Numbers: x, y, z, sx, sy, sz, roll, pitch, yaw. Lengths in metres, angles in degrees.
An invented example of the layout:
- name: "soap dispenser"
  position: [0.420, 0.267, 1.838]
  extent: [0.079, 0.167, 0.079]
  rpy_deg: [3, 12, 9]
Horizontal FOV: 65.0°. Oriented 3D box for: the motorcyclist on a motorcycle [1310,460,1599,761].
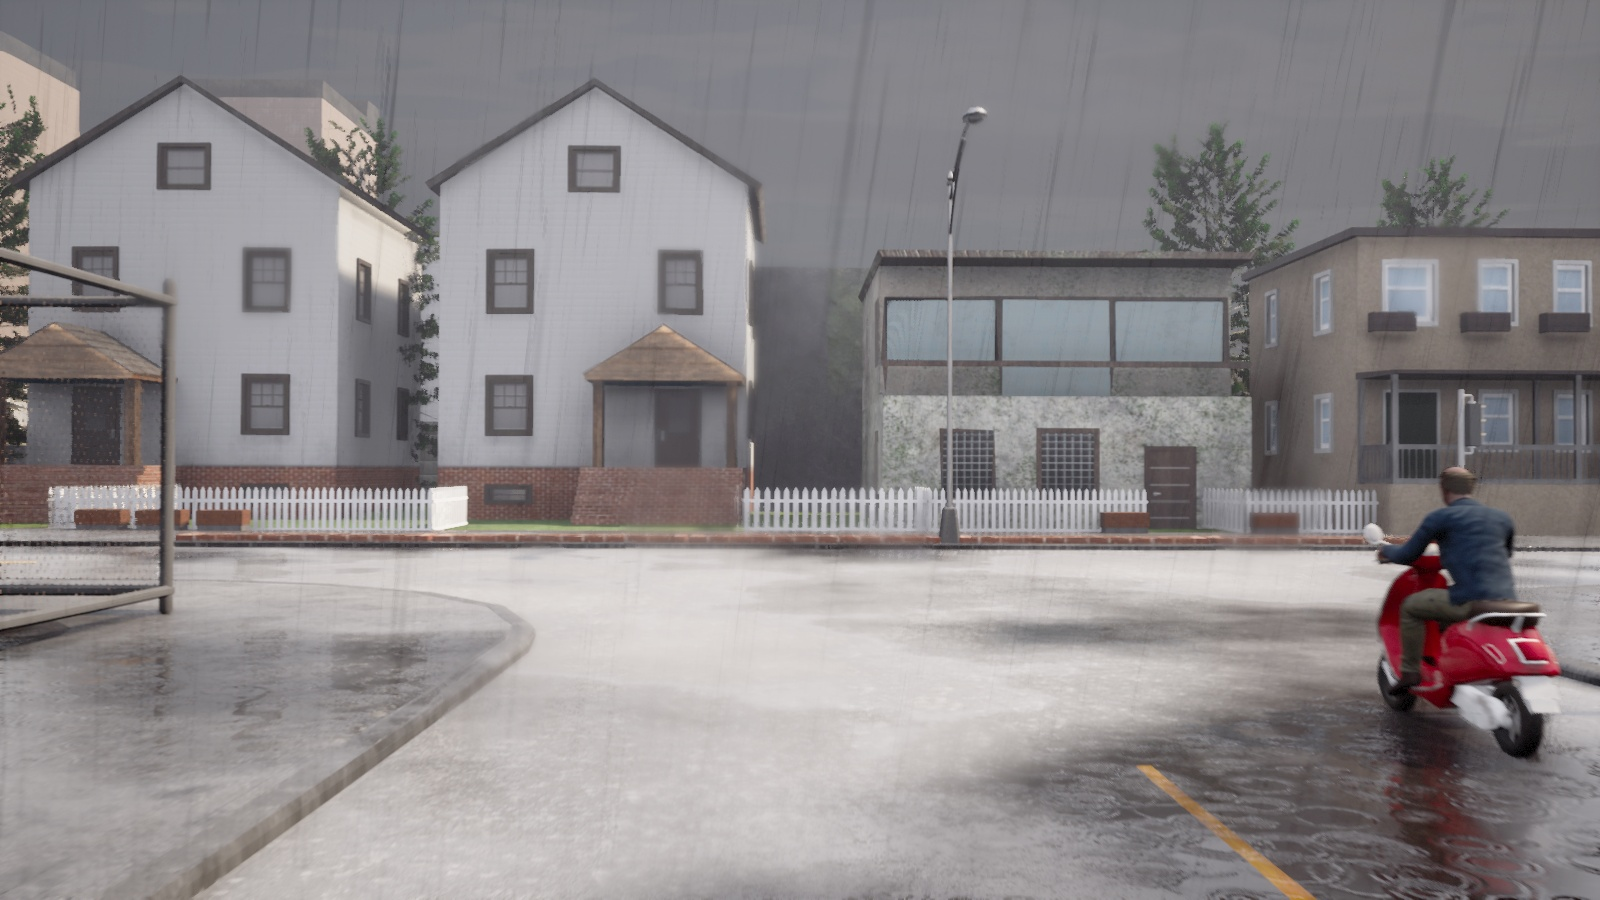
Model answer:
- name: "motorcyclist on a motorcycle"
  position: [3.898, 0.865, 7.577]
  extent: [0.866, 1.590, 1.817]
  rpy_deg: [0, -1, -1]
